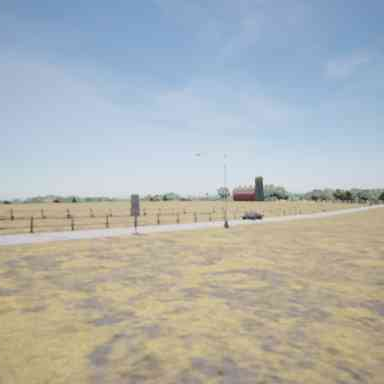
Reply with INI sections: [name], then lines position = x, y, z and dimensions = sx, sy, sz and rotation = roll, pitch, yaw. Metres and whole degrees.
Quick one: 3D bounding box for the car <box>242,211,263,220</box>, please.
[car]
position = 9.683, 3.797, 53.136
dimensions = 1.994, 1.385, 4.181
rotation = -2, -3, 35
